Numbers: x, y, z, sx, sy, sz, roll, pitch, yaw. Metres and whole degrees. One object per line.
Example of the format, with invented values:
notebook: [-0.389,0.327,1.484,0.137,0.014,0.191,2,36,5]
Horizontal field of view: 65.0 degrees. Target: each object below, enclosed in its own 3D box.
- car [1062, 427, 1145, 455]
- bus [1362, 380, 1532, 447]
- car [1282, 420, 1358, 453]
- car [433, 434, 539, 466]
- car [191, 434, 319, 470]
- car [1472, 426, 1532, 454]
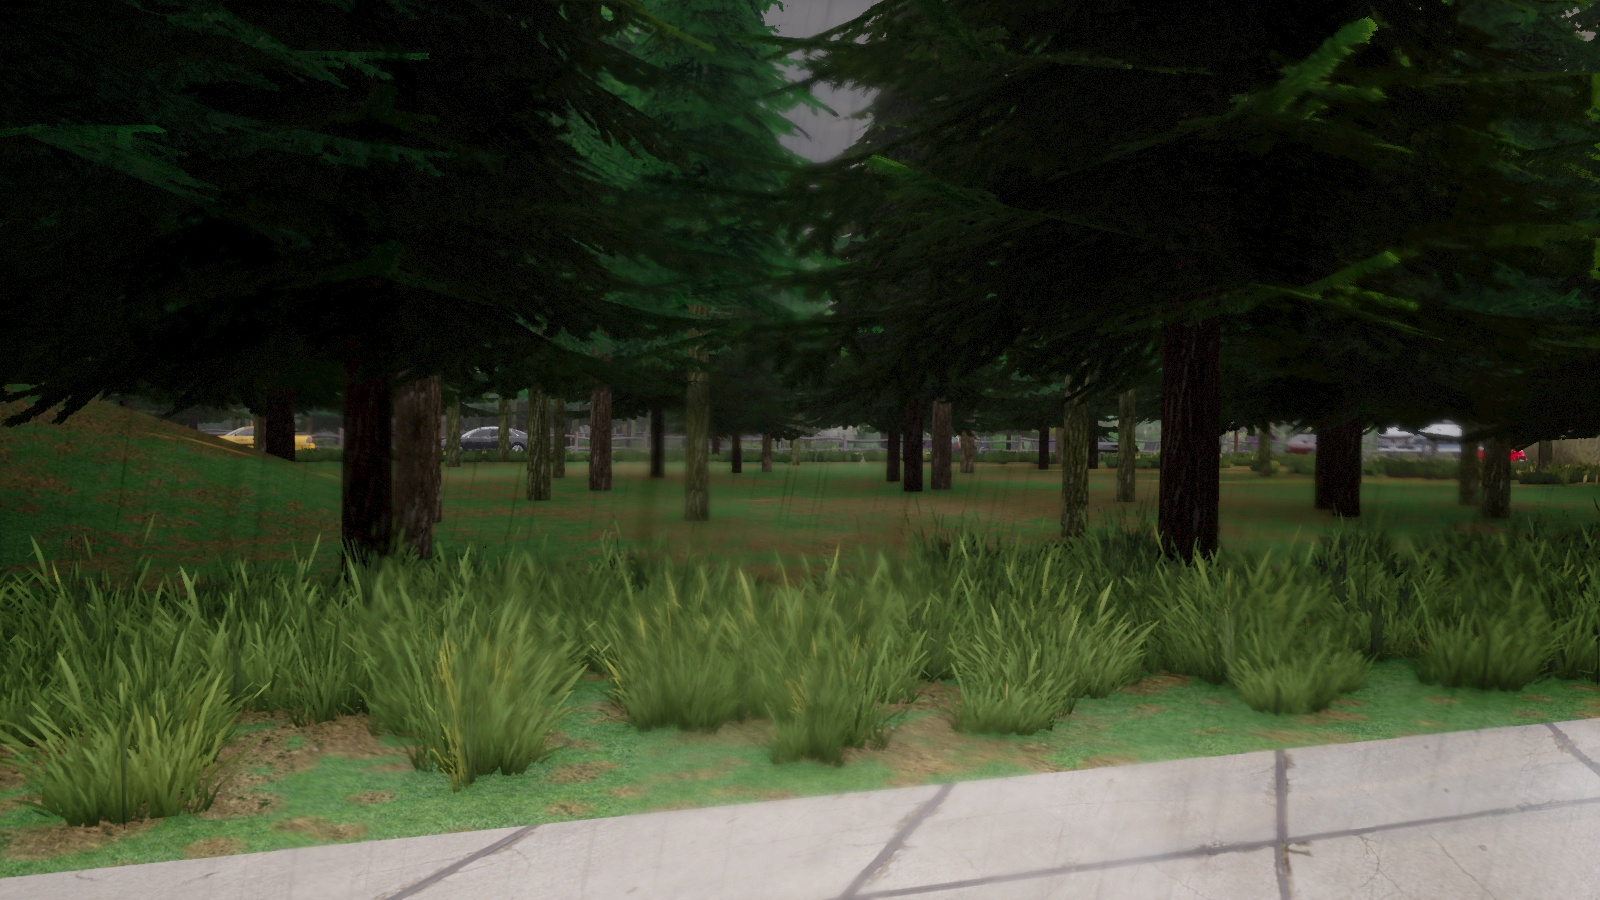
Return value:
car: [16.977,-0.523,70.245,4.193,1.474,1.816,-1,1,-19]
bus: [42.684,-2.396,82.883,10.273,4.253,3.944,-1,1,-19]
car: [29.018,-0.778,70.181,2.097,1.767,4.553,-1,1,-4]
car: [-15.475,-0.037,61.913,4.892,1.490,1.837,-1,1,-21]
car: [-25.178,0.062,58.221,5.366,1.575,1.801,-1,1,-21]
car: [35.318,-0.531,63.238,1.481,1.376,2.207,-1,1,-22]
